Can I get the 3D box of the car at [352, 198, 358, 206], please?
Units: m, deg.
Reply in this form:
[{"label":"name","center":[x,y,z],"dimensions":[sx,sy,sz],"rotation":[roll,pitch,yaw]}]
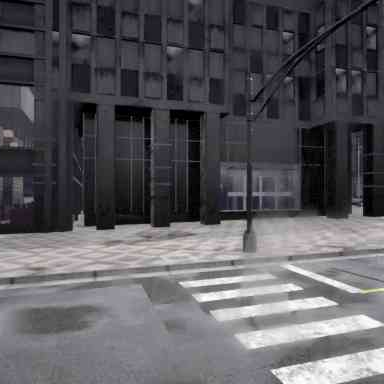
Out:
[{"label":"car","center":[22.537,1.318,49.292],"dimensions":[1.994,1.385,4.181],"rotation":[0,-1,-16]}]
